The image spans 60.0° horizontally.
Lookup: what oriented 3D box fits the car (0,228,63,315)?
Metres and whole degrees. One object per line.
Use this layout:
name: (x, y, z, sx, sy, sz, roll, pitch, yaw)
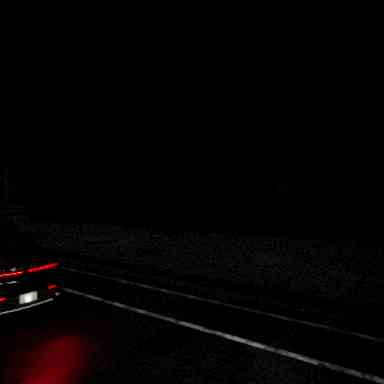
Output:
car: (-4.663, 1.490, 6.891, 4.892, 1.490, 1.837, 0, 0, 36)
